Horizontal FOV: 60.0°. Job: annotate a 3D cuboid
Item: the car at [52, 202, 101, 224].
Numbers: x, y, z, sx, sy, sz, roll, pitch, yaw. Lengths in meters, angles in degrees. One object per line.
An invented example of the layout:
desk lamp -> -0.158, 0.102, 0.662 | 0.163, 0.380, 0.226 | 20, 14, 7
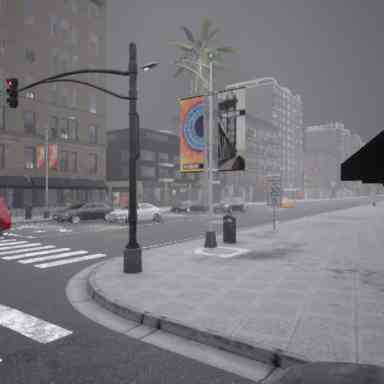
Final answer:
car -> -7.998, 1.522, 24.889 | 1.837, 1.490, 4.892 | 0, 0, 35

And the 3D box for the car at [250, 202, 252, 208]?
car -> 6.398, 1.668, 45.267 | 1.895, 1.301, 4.718 | 0, 0, 36

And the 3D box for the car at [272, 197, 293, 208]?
car -> 13.541, 1.569, 49.647 | 1.882, 1.535, 5.008 | 0, 0, 35

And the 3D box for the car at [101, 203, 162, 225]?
car -> -4.146, 1.551, 24.714 | 1.812, 1.442, 4.674 | 0, 0, 35

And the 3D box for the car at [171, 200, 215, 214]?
car -> -0.054, 1.590, 36.151 | 2.033, 1.411, 5.357 | 0, 0, 35

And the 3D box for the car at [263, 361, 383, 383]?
car -> 2.187, 1.551, 1.288 | 4.403, 1.369, 2.008 | 0, 0, 35

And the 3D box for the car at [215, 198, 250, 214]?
car -> 4.044, 1.404, 36.320 | 2.097, 1.767, 4.553 | 0, 0, 35

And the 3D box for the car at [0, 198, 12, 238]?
car -> -10.569, 1.230, 14.172 | 2.150, 2.045, 5.566 | 0, 0, 22
